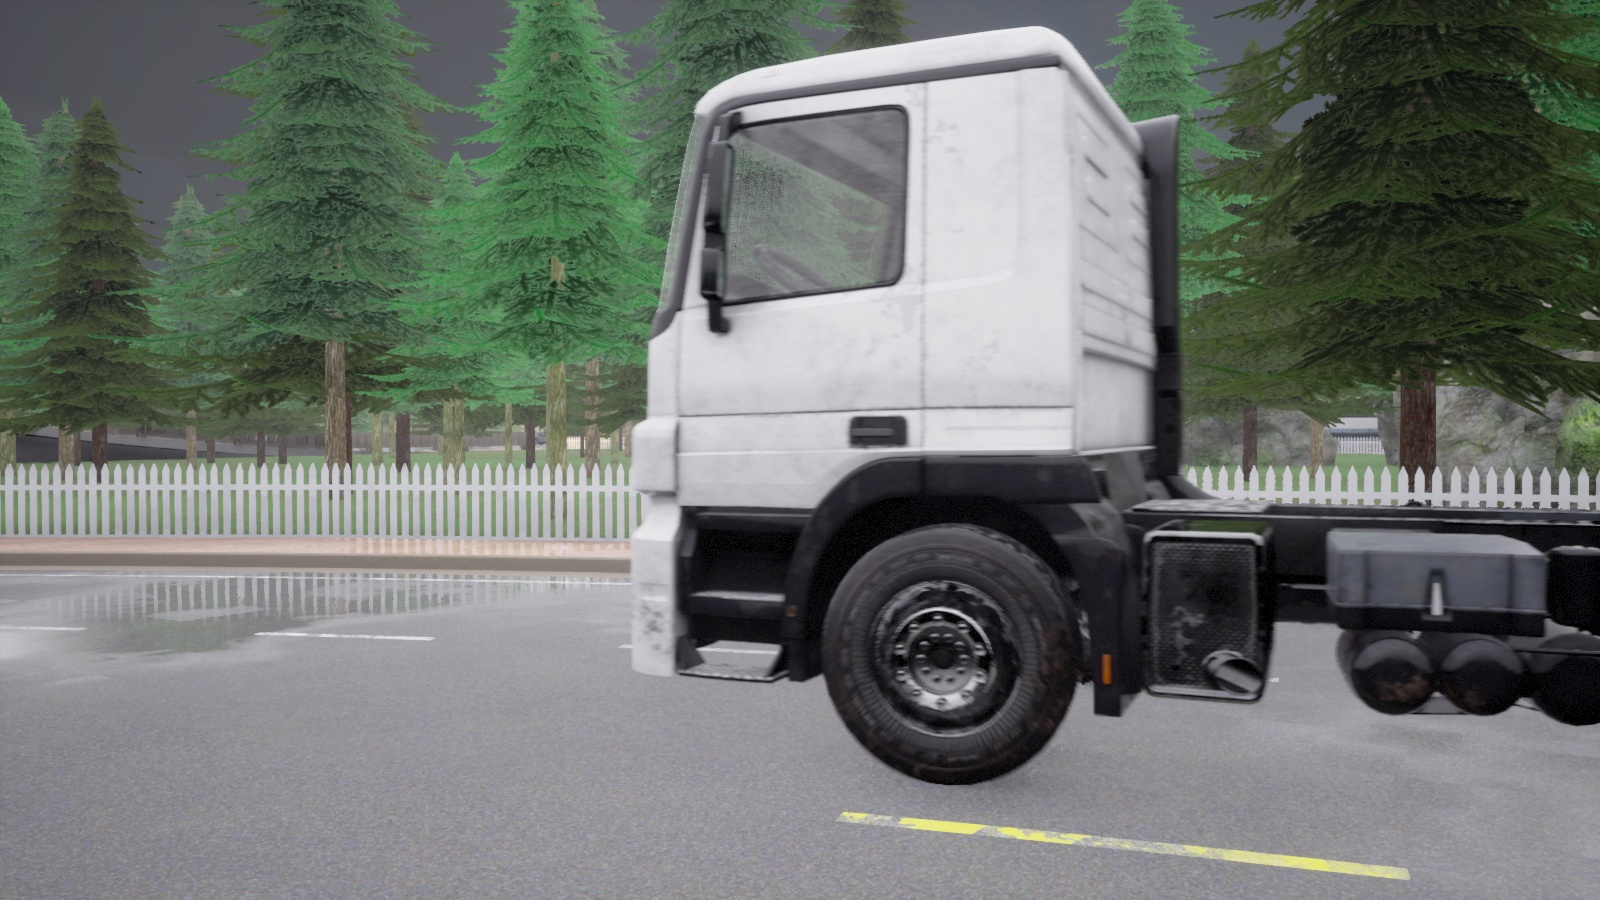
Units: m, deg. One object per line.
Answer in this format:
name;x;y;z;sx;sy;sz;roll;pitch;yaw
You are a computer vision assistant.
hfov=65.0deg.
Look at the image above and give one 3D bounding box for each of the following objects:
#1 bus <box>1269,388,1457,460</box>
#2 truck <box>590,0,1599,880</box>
bus;35.381;-1.628;79.101;10.273;4.253;3.944;1;1;33
truck;3.201;-0.236;5.809;7.936;3.462;2.891;1;1;24
